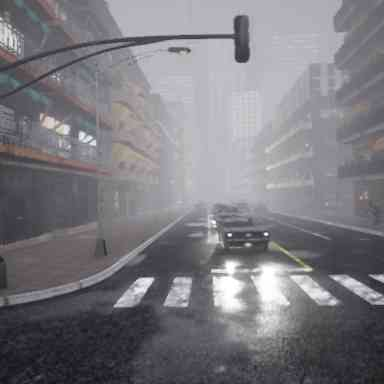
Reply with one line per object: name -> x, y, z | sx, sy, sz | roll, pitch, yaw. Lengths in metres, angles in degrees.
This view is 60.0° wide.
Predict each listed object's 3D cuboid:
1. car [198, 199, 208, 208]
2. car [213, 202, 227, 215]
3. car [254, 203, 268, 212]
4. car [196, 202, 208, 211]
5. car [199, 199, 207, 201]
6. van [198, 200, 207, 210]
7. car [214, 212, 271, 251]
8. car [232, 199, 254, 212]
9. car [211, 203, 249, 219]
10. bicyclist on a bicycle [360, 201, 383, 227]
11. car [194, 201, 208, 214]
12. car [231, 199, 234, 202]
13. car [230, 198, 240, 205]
car -> 2.548, 2.570, 75.023 | 2.192, 1.841, 5.009 | -2, -1, 3
car -> 3.729, 2.198, 44.955 | 1.837, 1.490, 4.892 | -2, -1, 3
car -> 9.546, 2.147, 46.612 | 1.802, 1.307, 4.206 | -2, -1, 3
car -> 1.760, 2.531, 58.234 | 2.008, 1.369, 4.403 | -2, -1, 3
car -> 1.482, 2.329, 52.641 | 1.967, 1.590, 4.097 | -2, -1, 3
van -> 2.025, 2.413, 63.832 | 1.690, 1.788, 3.998 | -2, -1, 3
car -> 2.237, 1.813, 15.346 | 1.895, 1.301, 4.718 | -2, -1, 0
car -> 6.857, 2.123, 45.500 | 1.837, 1.490, 4.892 | -2, -1, 4
car -> 2.690, 1.857, 24.742 | 2.128, 1.511, 4.902 | -2, -1, 3
bicyclist on a bicycle -> 11.216, 1.363, 20.603 | 1.656, 1.620, 0.582 | -2, -1, 3
car -> 1.214, 2.380, 47.044 | 1.802, 1.307, 4.206 | -2, -1, 3
car -> 7.315, 2.314, 55.860 | 1.812, 1.442, 4.674 | -2, -1, 3
car -> 11.725, 2.613, 91.374 | 2.192, 1.841, 5.009 | -2, -1, 3
